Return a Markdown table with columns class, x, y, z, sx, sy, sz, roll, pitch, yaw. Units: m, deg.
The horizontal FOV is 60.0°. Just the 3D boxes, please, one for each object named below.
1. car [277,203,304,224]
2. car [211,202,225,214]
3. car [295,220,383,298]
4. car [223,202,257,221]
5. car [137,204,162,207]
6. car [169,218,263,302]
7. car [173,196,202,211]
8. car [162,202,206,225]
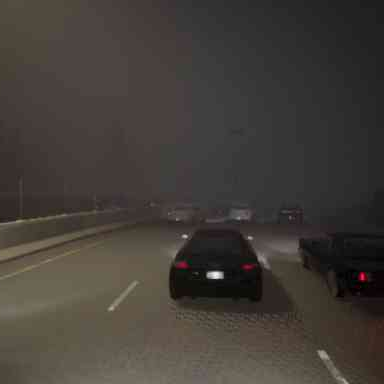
| class | x | y | z | sx | sy | sz | roll | pitch | yaw |
| --- | --- | --- | --- | --- | --- | --- | --- | --- | --- |
| car | 7.686 | 1.635 | 25.988 | 2.128 | 1.511 | 4.902 | 0 | 0 | 17 |
| car | 3.680 | 1.736 | 36.016 | 1.895 | 1.301 | 4.718 | 0 | 0 | 24 |
| car | 4.088 | 1.662 | 8.511 | 1.895 | 1.301 | 4.718 | 0 | 0 | 6 |
| car | 3.916 | 1.633 | 25.596 | 1.812 | 1.442 | 4.674 | 0 | 0 | 16 |
| car | -5.318 | 1.572 | 41.711 | 1.837 | 1.490 | 4.892 | 0 | 0 | 24 |
| car | 0.636 | 1.594 | 8.473 | 1.994 | 1.385 | 4.181 | 0 | 0 | 5 |
| car | -0.515 | 1.470 | 43.773 | 2.097 | 1.767 | 4.553 | 1 | 0 | 26 |
| car | -0.316 | 1.591 | 24.147 | 1.812 | 1.442 | 4.674 | 0 | 0 | 17 |
